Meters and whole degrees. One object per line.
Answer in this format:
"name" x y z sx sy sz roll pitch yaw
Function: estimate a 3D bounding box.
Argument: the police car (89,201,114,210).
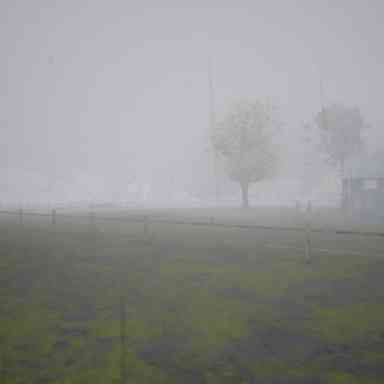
"police car" -17.299 2.483 63.517 1.930 1.638 5.238 -2 -2 36
